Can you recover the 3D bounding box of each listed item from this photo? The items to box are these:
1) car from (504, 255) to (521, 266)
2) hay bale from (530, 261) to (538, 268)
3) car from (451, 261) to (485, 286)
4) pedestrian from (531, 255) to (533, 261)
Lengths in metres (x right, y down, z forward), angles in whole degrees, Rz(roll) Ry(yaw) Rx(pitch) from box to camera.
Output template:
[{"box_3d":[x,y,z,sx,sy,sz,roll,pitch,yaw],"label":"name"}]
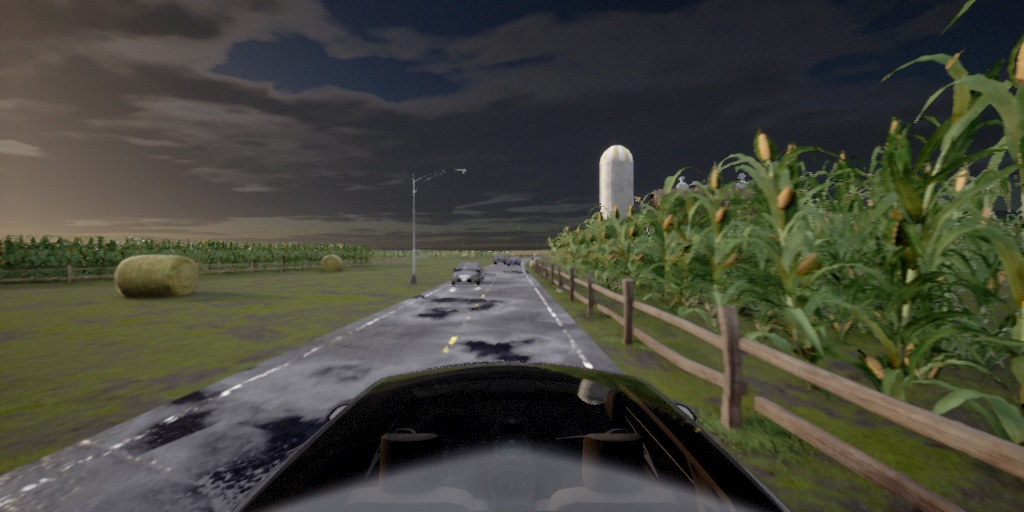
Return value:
[{"box_3d":[0.310,0.798,59.486,2.097,1.767,4.553,0,0,2],"label":"car"},{"box_3d":[3.255,1.146,51.411,1.220,1.180,1.240,0,0,1],"label":"hay bale"},{"box_3d":[-2.846,1.127,23.856,2.128,1.511,4.902,0,0,0],"label":"car"},{"box_3d":[2.979,0.767,52.682,0.375,1.860,0.375,0,1,-2],"label":"pedestrian"}]
